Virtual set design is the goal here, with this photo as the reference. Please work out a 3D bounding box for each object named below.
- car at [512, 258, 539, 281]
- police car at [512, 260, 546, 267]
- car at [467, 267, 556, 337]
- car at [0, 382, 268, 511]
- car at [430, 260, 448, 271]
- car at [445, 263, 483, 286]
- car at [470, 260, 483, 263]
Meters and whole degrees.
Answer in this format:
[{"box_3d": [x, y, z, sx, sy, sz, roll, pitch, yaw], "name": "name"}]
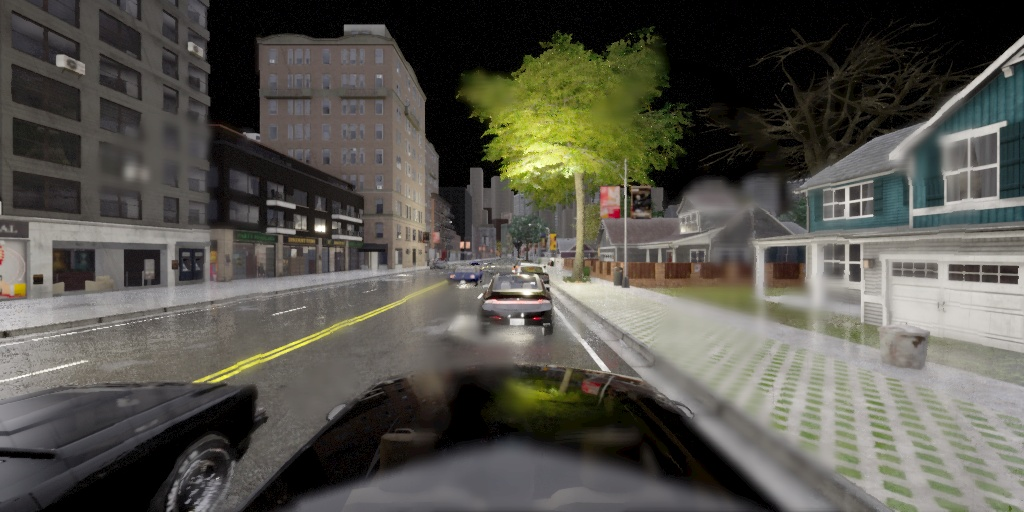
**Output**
[{"box_3d": [1.080, 1.082, 30.443, 2.097, 1.767, 4.553, 0, 0, 0], "name": "car"}, {"box_3d": [1.044, 1.165, 20.583, 1.930, 1.638, 5.238, 0, 0, 0], "name": "police car"}, {"box_3d": [0.130, 1.239, 10.333, 2.128, 1.511, 4.902, 0, 0, 0], "name": "car"}, {"box_3d": [-3.154, 1.351, 1.093, 1.895, 1.301, 4.718, 0, 0, 0], "name": "car"}, {"box_3d": [-9.676, 1.278, 48.194, 1.994, 1.385, 4.181, 0, 0, 0], "name": "car"}, {"box_3d": [-3.066, 1.337, 24.754, 1.895, 1.301, 4.718, 0, 0, 0], "name": "car"}, {"box_3d": [-6.310, 1.299, 63.921, 1.895, 1.301, 4.718, 0, 0, 1], "name": "car"}]
